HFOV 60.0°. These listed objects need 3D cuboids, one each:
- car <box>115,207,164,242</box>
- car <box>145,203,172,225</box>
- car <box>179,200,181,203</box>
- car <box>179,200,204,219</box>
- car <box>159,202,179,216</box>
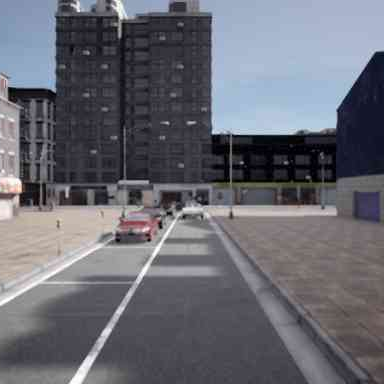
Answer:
[{"bbox_3d":[-2.638,1.621,16.575,1.802,1.307,4.206,0,0,0],"label":"car"},{"bbox_3d":[-2.637,1.617,22.027,1.947,1.339,4.313,0,0,0],"label":"car"},{"bbox_3d":[-0.734,1.645,40.792,2.033,1.411,5.357,0,0,-18],"label":"car"},{"bbox_3d":[0.088,1.671,30.254,1.895,1.301,4.718,0,0,0],"label":"car"},{"bbox_3d":[-2.635,1.642,32.931,1.947,1.339,4.313,0,0,0],"label":"car"}]
